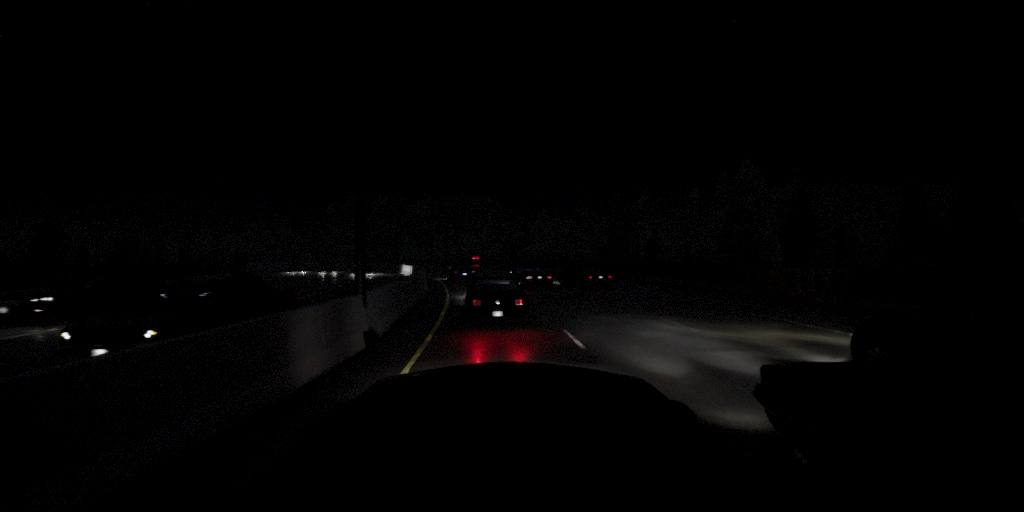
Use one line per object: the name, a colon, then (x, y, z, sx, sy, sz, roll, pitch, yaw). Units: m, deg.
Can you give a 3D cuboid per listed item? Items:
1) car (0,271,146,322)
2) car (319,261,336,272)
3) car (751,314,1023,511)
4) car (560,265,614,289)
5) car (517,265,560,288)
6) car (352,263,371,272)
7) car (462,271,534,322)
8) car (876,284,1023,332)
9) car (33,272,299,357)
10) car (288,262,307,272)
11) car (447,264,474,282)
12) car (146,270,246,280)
car: (-15.020, 1.304, 12.763, 2.128, 1.511, 4.902, 0, 0, -9)
car: (-26.777, 1.510, 51.985, 1.837, 1.490, 4.892, 0, 0, -34)
car: (3.524, 1.339, 1.682, 1.895, 1.301, 4.718, 0, 0, -1)
car: (4.642, 1.290, 23.340, 2.033, 1.411, 5.357, 0, 0, -12)
car: (1.066, 1.306, 23.344, 2.033, 1.411, 5.357, 0, 0, -13)
car: (-20.318, 1.542, 48.509, 1.895, 1.301, 4.718, 0, 0, -31)
car: (-0.655, 1.356, 12.403, 1.895, 1.301, 4.718, 0, 0, -6)
car: (6.920, 1.079, 4.275, 2.097, 1.767, 4.553, 0, 0, -1)
car: (-7.505, 1.326, 8.996, 2.033, 1.411, 5.357, 0, 0, -5)
car: (-31.616, 1.617, 52.752, 1.994, 1.385, 4.181, 0, 0, -36)
car: (-4.157, 1.355, 29.292, 1.994, 1.385, 4.181, 0, 0, -16)
car: (-11.750, 1.327, 14.562, 1.812, 1.442, 4.674, 0, 0, -9)
